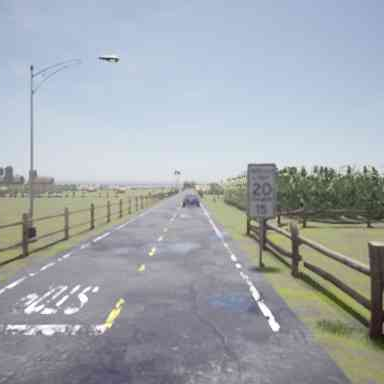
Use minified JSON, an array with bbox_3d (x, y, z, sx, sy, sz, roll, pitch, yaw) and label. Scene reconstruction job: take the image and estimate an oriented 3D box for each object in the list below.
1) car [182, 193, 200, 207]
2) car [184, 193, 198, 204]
[{"bbox_3d":[-0.098,0.904,41.266,2.097,1.767,4.553,0,1,0],"label":"car"},{"bbox_3d":[-0.124,0.984,51.303,2.033,1.411,5.357,0,1,0],"label":"car"}]
